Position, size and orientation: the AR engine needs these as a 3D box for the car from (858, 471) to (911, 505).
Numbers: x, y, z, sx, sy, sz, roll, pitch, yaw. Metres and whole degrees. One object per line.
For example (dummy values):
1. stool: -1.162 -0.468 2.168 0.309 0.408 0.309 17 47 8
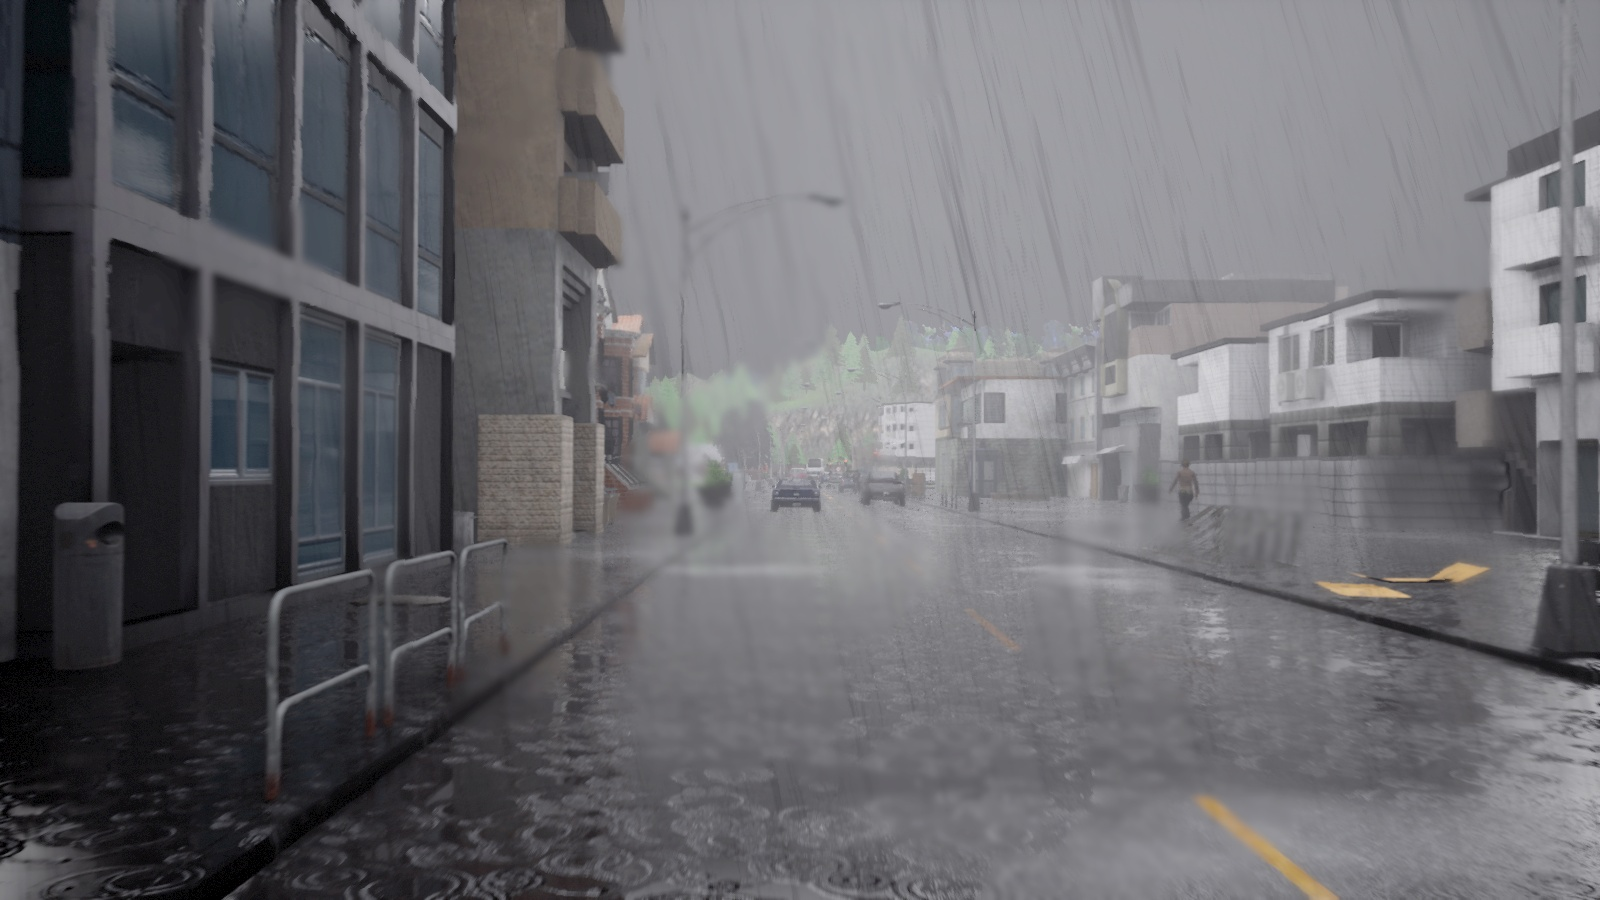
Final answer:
1. car: 3.857 1.730 58.234 2.128 1.511 4.902 0 -1 0

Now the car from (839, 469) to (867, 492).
1. car: 3.769 2.210 90.364 1.851 1.617 3.988 0 -1 0

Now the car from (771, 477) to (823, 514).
1. car: -0.118 1.725 48.362 1.895 1.301 4.718 0 -1 0
